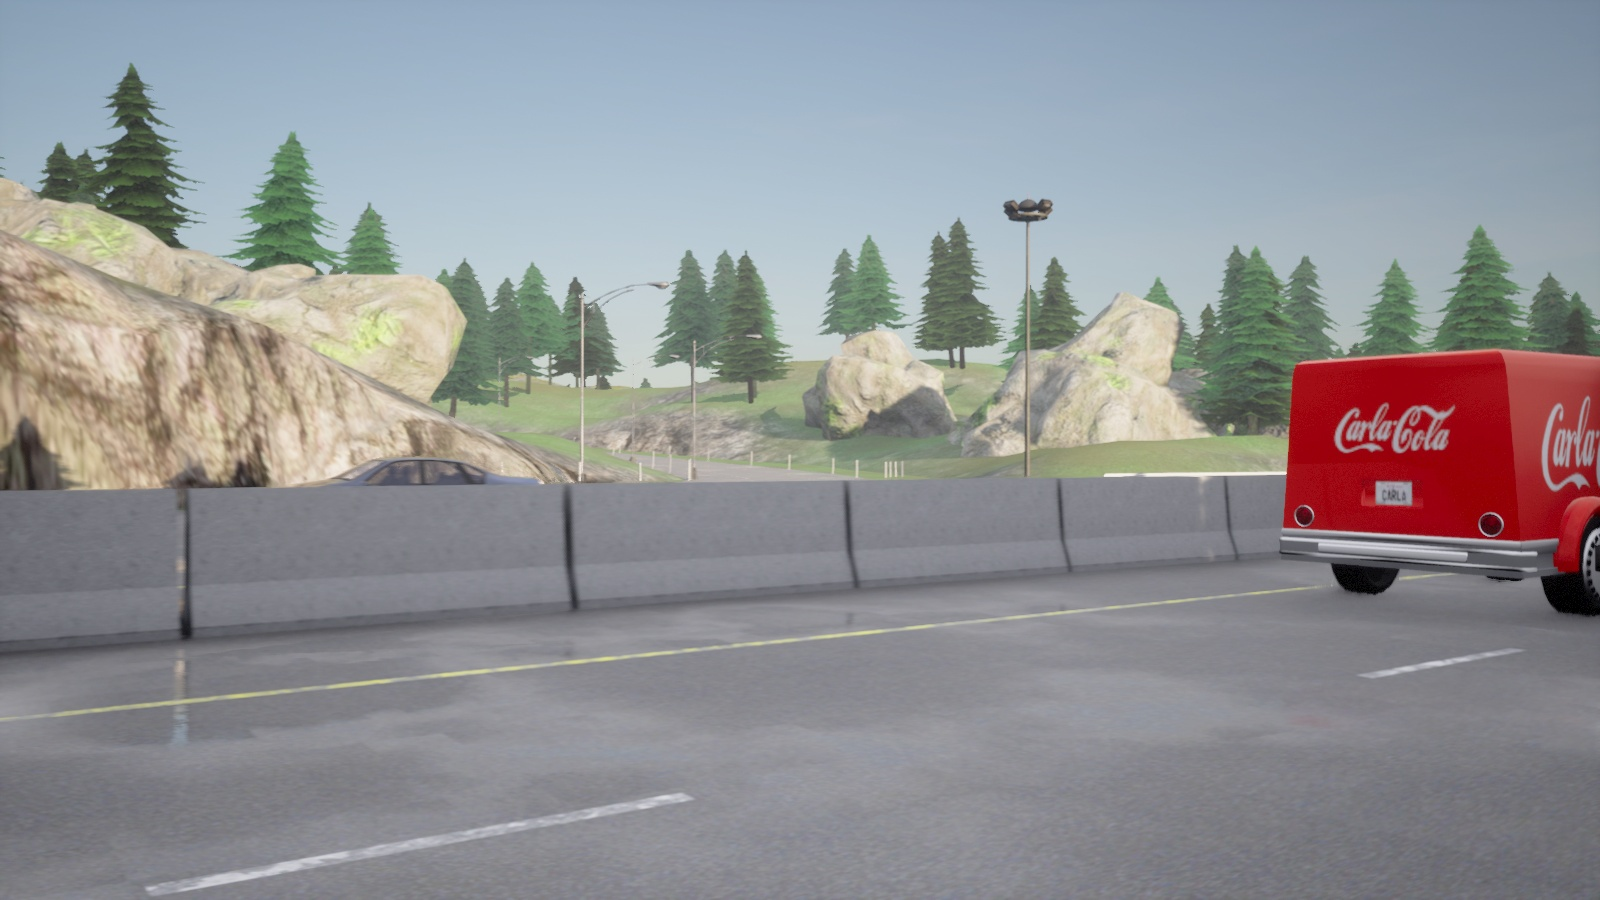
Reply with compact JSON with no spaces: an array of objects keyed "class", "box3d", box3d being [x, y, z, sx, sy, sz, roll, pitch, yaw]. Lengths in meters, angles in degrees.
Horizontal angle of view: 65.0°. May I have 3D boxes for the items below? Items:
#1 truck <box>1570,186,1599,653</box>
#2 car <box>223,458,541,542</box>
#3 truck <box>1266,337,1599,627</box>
[{"class":"truck","box3d":[9.893,-0.232,10.546,7.936,3.462,2.891,0,0,-35]},{"class":"car","box3d":[-7.828,0.867,23.795,5.357,1.411,2.033,0,0,-35]},{"class":"truck","box3d":[7.649,0.275,13.247,5.204,2.467,2.627,0,0,-35]}]
